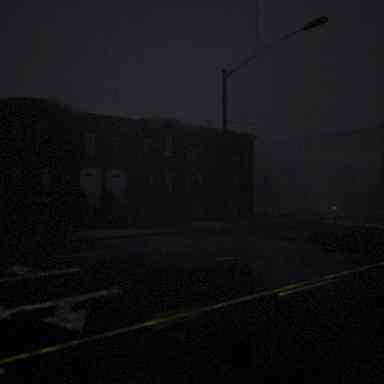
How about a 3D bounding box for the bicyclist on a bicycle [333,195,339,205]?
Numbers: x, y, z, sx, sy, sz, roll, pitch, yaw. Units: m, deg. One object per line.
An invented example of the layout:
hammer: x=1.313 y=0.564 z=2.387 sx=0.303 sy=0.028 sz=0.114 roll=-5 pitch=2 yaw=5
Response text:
bicyclist on a bicycle: x=23.625 y=1.260 z=54.542 sx=1.656 sy=1.620 sz=0.582 roll=0 pitch=0 yaw=-35
